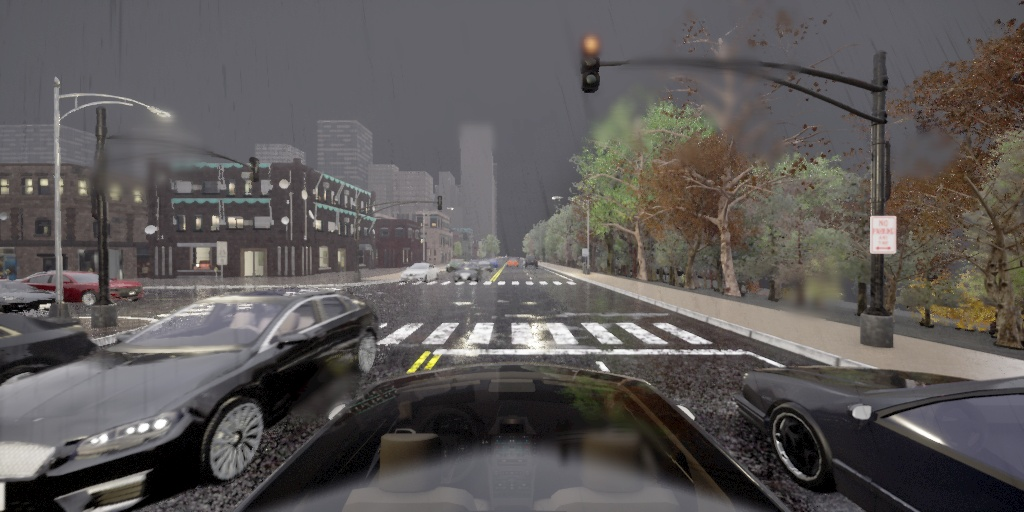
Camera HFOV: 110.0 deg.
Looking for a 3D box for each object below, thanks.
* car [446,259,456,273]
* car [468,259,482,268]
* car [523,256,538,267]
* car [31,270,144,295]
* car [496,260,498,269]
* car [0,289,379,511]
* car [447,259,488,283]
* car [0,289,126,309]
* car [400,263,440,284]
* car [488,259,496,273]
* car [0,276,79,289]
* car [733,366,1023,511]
[{"bbox_3d":[-6.552,1.103,43.021,2.097,1.767,4.553,0,0,0],"label":"car"},{"bbox_3d":[-6.481,1.297,63.369,2.033,1.411,5.357,0,0,1],"label":"car"},{"bbox_3d":[3.421,0.971,64.223,2.150,2.045,5.566,0,0,0],"label":"car"},{"bbox_3d":[-19.823,1.454,16.355,5.008,1.535,1.882,-1,1,0],"label":"car"},{"bbox_3d":[-3.263,1.228,58.869,1.882,1.535,5.008,0,0,0],"label":"car"},{"bbox_3d":[-3.346,1.242,4.690,2.128,1.511,4.902,0,0,0],"label":"car"},{"bbox_3d":[-3.321,1.244,27.727,2.128,1.511,4.902,0,0,0],"label":"car"},{"bbox_3d":[-6.599,1.255,2.798,1.837,1.490,4.892,0,0,0],"label":"car"},{"bbox_3d":[-6.941,1.278,27.587,1.812,1.442,4.674,0,0,5],"label":"car"},{"bbox_3d":[-3.308,1.277,43.265,1.812,1.442,4.674,0,0,0],"label":"car"},{"bbox_3d":[-19.934,1.569,13.650,4.313,1.339,1.948,0,0,0],"label":"car"},{"bbox_3d":[3.350,1.297,1.475,2.033,1.411,5.357,0,0,0],"label":"car"}]
